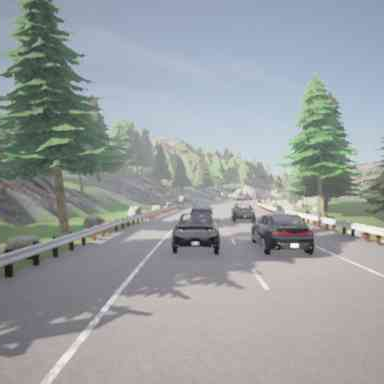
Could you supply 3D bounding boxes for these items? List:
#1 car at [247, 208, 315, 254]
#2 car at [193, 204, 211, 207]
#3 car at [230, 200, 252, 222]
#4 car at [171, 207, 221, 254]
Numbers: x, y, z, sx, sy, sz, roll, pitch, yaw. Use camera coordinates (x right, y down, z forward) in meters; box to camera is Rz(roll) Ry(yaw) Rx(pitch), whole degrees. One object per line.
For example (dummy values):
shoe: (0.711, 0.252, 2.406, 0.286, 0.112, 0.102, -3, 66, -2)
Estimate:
car: (3.696, 1.645, 14.130, 1.837, 1.490, 4.892, 0, 0, 2)
car: (0.907, 1.761, 29.349, 1.882, 1.535, 5.008, 0, 0, 4)
car: (4.388, 1.773, 28.960, 2.128, 1.511, 4.902, 0, 0, 4)
car: (0.197, 1.631, 14.241, 2.128, 1.511, 4.902, 0, 0, 2)
